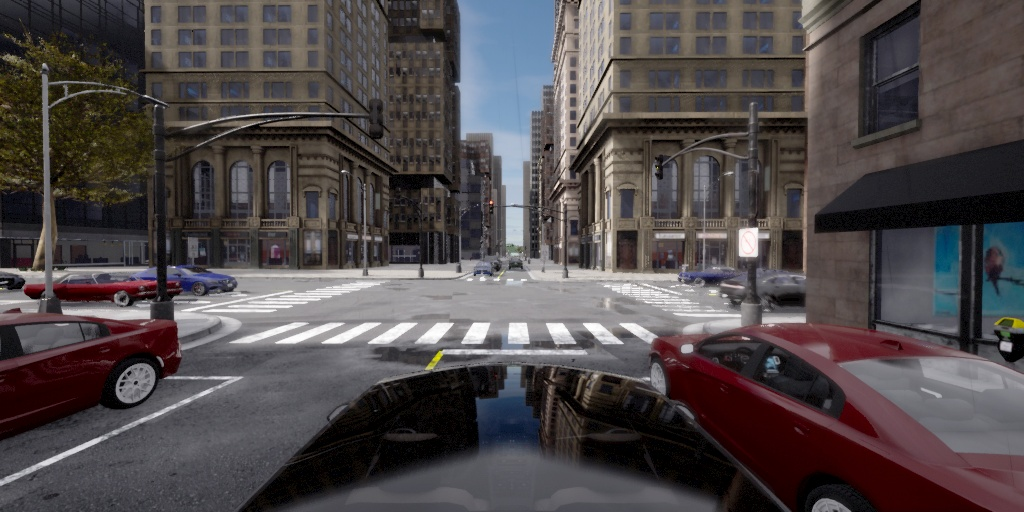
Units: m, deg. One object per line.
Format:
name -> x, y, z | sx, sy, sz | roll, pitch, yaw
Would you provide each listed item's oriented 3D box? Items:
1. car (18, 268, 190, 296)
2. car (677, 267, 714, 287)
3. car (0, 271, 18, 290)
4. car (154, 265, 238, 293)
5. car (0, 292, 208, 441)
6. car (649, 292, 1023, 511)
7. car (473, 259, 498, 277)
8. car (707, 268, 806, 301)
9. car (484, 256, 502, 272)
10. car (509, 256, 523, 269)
car -> -16.387, 1.296, 14.596 | 4.718, 1.301, 1.895 | 0, 1, 1
car -> 13.819, 1.400, 24.292 | 4.718, 1.301, 1.895 | 0, 1, 1
car -> -27.389, 1.122, 17.971 | 4.181, 1.385, 1.994 | 0, 1, 0
car -> -16.362, 1.173, 17.865 | 4.674, 1.442, 1.812 | 0, 1, 1
car -> -5.755, 1.295, 3.404 | 1.888, 1.381, 4.507 | 0, 0, 0
car -> 2.771, 1.294, 3.333 | 1.888, 1.381, 4.507 | 0, 0, 0
car -> -2.794, 1.288, 36.185 | 2.033, 1.411, 5.357 | 0, 0, 0
car -> 10.970, 1.414, 14.370 | 4.902, 1.511, 2.128 | 0, 1, 1
car -> -2.695, 0.959, 46.371 | 2.150, 2.045, 5.566 | 0, 0, 1
car -> 0.594, 1.086, 56.407 | 2.097, 1.767, 4.553 | 0, 0, 1
